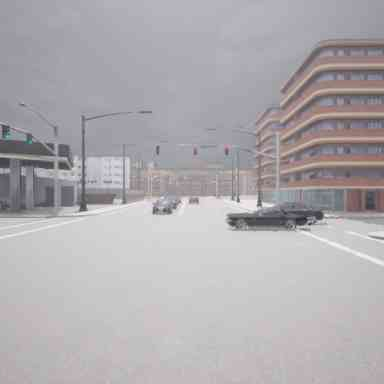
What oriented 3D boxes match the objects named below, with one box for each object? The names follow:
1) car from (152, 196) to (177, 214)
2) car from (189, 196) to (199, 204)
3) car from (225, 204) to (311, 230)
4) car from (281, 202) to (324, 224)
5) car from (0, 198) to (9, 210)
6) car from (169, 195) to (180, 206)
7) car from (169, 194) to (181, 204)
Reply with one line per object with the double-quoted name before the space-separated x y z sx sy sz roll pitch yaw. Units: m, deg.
"car" -3.076 1.491 35.230 2.128 1.511 4.902 0 0 0
"car" 0.345 1.491 63.731 2.128 1.511 4.902 0 0 0
"car" 4.410 1.601 20.277 4.718 1.301 1.895 0 0 1
"car" 6.817 1.504 23.759 4.892 1.490 1.837 0 0 1
"car" -23.943 1.456 39.422 3.806 1.475 1.970 0 0 1
"car" -3.133 1.352 44.948 2.097 1.767 4.553 0 0 0
"car" -3.207 1.352 65.259 2.097 1.767 4.553 0 0 0
